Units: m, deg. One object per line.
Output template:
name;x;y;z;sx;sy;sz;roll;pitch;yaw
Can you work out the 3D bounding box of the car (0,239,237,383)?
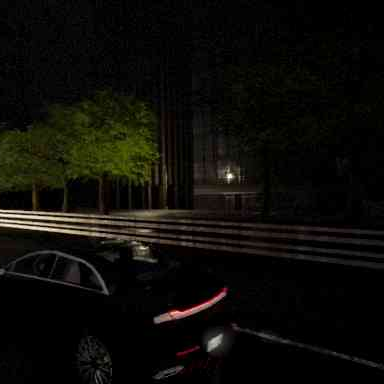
car;-1.701;1.497;5.202;4.902;1.511;2.128;0;0;35
